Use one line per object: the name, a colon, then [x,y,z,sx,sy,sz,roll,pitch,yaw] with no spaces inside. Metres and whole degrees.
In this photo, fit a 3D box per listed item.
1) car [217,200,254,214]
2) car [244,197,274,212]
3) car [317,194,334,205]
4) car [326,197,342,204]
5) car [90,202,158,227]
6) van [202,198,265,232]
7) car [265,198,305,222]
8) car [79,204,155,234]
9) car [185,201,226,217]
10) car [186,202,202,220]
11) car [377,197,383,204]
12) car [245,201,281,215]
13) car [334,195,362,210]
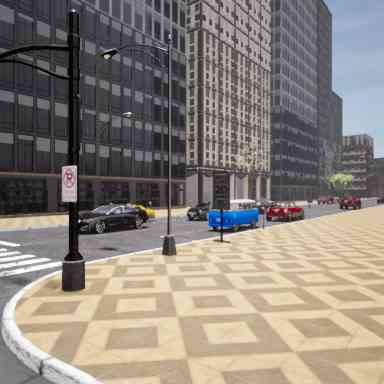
car: [4.781,1.571,36.111,1.887,1.381,4.507,0,0,38]
car: [8.184,1.471,40.512,1.967,1.590,4.097,0,0,38]
car: [25.204,1.381,62.518,2.192,1.841,5.009,0,0,38]
car: [28.607,1.625,66.918,2.008,1.369,4.403,0,0,38]
car: [-4.749,1.540,24.001,1.752,1.417,4.829,0,0,38]
van: [2.632,1.368,20.270,1.690,1.788,3.998,0,0,38]
car: [7.610,1.472,26.888,1.967,1.590,4.097,0,0,38]
car: [-4.765,1.508,19.741,2.128,1.511,4.902,0,0,38]
car: [1.377,1.604,31.710,1.802,1.307,4.206,0,0,38]
car: [1.485,1.528,27.819,1.837,1.490,4.892,0,0,38]
car: [38.243,1.658,66.497,1.947,1.339,4.313,0,0,38]
car: [7.768,1.632,35.921,1.895,1.301,4.718,0,0,38]
car: [21.225,1.368,44.493,2.192,1.841,5.009,0,0,38]
